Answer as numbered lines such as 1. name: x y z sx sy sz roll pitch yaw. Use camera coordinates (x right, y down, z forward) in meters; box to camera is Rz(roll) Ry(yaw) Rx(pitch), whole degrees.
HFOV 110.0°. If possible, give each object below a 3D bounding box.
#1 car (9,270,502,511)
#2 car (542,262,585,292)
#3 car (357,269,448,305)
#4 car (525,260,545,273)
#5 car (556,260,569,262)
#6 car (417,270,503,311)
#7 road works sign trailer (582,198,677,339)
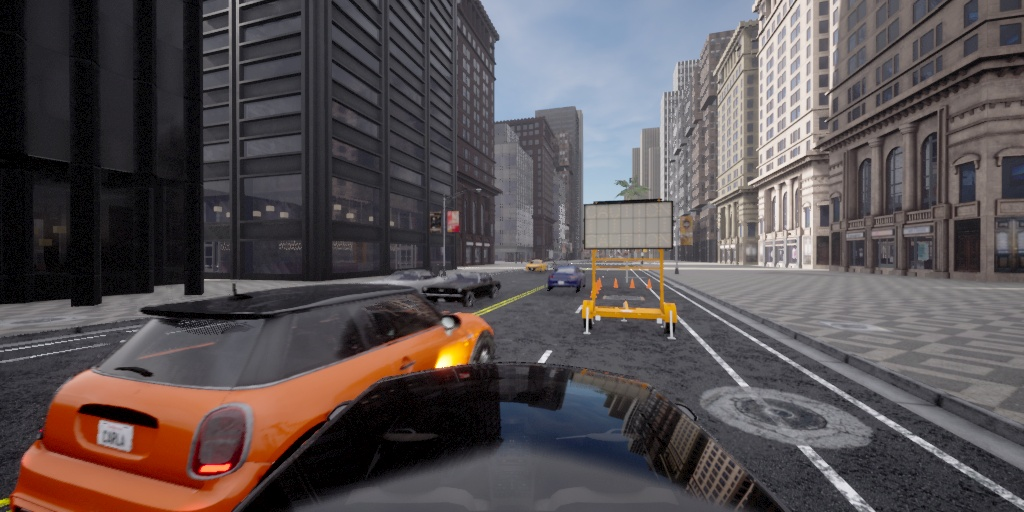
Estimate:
1. car: -1.791 1.102 4.200 2.097 1.767 4.553 0 0 16
2. car: 3.307 1.276 21.422 1.812 1.442 4.674 0 0 16
3. car: -4.961 1.351 17.101 1.895 1.301 4.718 0 0 16
4. car: 3.024 1.236 44.070 1.882 1.535 5.008 0 0 17
5. car: 5.893 1.263 42.312 1.837 1.490 4.892 0 0 17
6. car: -2.030 1.350 15.554 1.895 1.301 4.718 0 0 16
7. road works sign trailer: 3.282 0.214 10.250 2.380 3.560 2.880 0 0 17
